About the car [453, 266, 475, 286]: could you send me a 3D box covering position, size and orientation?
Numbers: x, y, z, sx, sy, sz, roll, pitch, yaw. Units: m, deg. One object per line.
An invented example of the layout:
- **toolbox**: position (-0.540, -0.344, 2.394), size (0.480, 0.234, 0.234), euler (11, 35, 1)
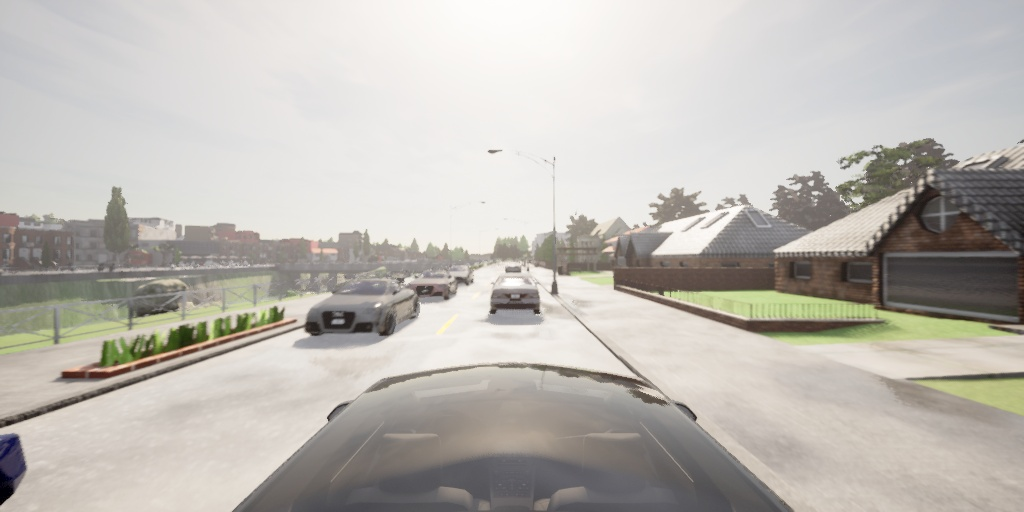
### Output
- **car**: position (-3.993, 1.478, 27.749), size (2.033, 1.411, 5.357), euler (0, 0, 1)

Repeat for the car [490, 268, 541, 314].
- **car**: position (0.112, 1.385, 14.279), size (2.033, 1.411, 5.357), euler (0, 0, 0)

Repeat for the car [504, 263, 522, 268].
- **car**: position (0.140, 1.519, 41.487), size (2.128, 1.511, 4.902), euler (0, 0, 0)

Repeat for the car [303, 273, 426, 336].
- **car**: position (-4.087, 1.374, 10.450), size (1.994, 1.385, 4.181), euler (0, 0, 0)

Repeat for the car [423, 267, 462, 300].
- **car**: position (-3.983, 1.430, 18.442), size (1.994, 1.385, 4.181), euler (0, 0, 0)
